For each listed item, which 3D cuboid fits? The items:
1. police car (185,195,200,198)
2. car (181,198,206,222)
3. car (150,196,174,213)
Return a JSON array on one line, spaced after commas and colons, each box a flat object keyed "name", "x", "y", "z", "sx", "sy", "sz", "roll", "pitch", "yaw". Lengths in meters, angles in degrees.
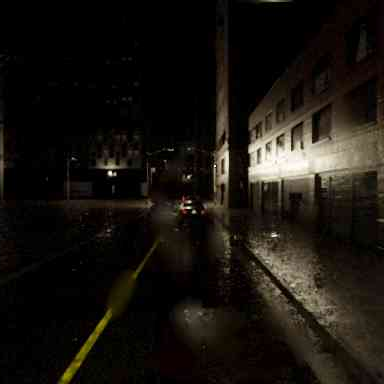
[{"name": "police car", "x": 0.122, "y": 1.161, "z": 41.394, "sx": 1.930, "sy": 1.638, "sz": 5.238, "roll": 0, "pitch": 1, "yaw": 0}, {"name": "car", "x": 0.115, "y": 1.388, "z": 24.992, "sx": 2.033, "sy": 1.411, "sz": 5.357, "roll": 0, "pitch": 0, "yaw": 0}, {"name": "car", "x": -2.979, "y": 1.203, "z": 33.583, "sx": 2.097, "sy": 1.767, "sz": 4.553, "roll": 0, "pitch": 0, "yaw": 0}]
